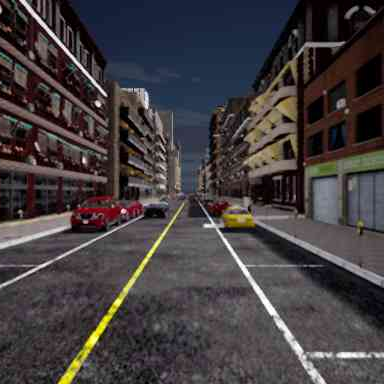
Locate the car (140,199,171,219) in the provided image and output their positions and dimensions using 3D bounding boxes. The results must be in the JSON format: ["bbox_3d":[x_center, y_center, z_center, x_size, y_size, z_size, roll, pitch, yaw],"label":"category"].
[{"bbox_3d":[-2.996,1.547,28.707,1.895,1.301,4.718,0,0,0],"label":"car"}]

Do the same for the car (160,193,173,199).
[{"bbox_3d":[-5.678,1.413,71.029,2.008,1.369,4.403,0,0,0],"label":"car"}]

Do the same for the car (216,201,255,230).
[{"bbox_3d":[2.695,1.487,20.469,1.752,1.417,4.829,0,0,0],"label":"car"}]

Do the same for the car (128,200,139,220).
[{"bbox_3d":[-5.685,1.392,25.940,1.967,1.590,4.097,0,0,0],"label":"car"}]

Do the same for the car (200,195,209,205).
[{"bbox_3d":[2.700,1.447,54.116,2.008,1.369,4.403,0,0,0],"label":"car"}]

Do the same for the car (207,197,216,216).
[{"bbox_3d":[2.696,1.485,31.571,1.887,1.381,4.507,0,0,0],"label":"car"}]

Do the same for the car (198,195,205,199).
[{"bbox_3d":[2.706,1.397,93.570,1.802,1.307,4.206,0,0,0],"label":"car"}]

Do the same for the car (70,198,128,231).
[{"bbox_3d":[-5.685,1.277,20.304,2.192,1.841,5.009,0,0,0],"label":"car"}]

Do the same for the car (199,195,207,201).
[{"bbox_3d":[2.705,1.405,82.297,1.947,1.339,4.313,0,0,0],"label":"car"}]

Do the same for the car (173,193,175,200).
[{"bbox_3d":[-5.677,1.401,76.666,2.008,1.369,4.403,0,0,0],"label":"car"}]

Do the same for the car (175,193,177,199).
[{"bbox_3d":[-5.675,1.372,87.939,1.887,1.381,4.507,0,0,0],"label":"car"}]
